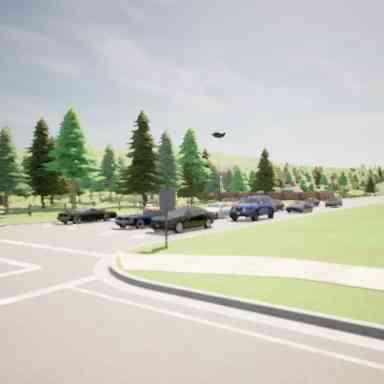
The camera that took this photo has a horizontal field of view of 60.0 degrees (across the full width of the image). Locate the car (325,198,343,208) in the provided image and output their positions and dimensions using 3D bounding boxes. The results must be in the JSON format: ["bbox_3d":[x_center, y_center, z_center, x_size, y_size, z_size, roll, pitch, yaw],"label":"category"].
[{"bbox_3d":[21.899,1.691,51.309,1.837,1.490,4.892,-1,-1,36],"label":"car"}]

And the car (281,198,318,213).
[{"bbox_3d":[12.612,1.700,38.801,2.033,1.411,5.357,-1,0,36],"label":"car"}]

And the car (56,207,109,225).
[{"bbox_3d":[-8.686,1.892,27.511,1.895,1.301,4.718,-1,-1,36],"label":"car"}]

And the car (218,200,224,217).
[{"bbox_3d":[2.295,1.726,30.631,1.812,1.442,4.674,-1,-1,36],"label":"car"}]

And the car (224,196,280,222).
[{"bbox_3d":[5.351,1.377,28.912,2.150,2.045,5.566,-1,-1,36],"label":"car"}]

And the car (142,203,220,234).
[{"bbox_3d":[-0.516,1.635,20.895,1.882,1.535,5.008,-1,-1,36],"label":"car"}]

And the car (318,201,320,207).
[{"bbox_3d":[19.077,1.754,53.378,1.837,1.490,4.892,-1,-1,36],"label":"car"}]

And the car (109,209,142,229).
[{"bbox_3d":[-3.129,1.803,23.253,1.895,1.301,4.718,-1,-1,36],"label":"car"}]
